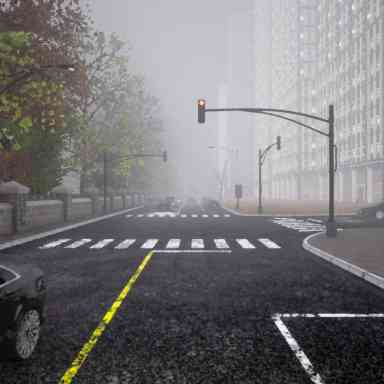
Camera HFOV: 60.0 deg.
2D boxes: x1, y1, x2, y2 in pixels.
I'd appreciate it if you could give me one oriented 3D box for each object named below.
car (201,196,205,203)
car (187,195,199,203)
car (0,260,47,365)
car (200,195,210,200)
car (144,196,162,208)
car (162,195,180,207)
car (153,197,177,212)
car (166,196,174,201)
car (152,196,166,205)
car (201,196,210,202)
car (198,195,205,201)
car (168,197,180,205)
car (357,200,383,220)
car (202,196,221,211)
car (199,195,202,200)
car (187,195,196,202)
[{"bbox_3d":[2.652,1.592,47.195,1.947,1.339,4.313,0,0,0],"label":"car"},{"bbox_3d":[-0.059,1.578,69.263,1.812,1.442,4.674,0,0,0],"label":"car"},{"bbox_3d":[-3.090,1.493,3.071,2.128,1.511,4.902,0,0,0],"label":"car"},{"bbox_3d":[2.647,1.597,52.828,1.947,1.339,4.313,0,0,0],"label":"car"},{"bbox_3d":[-5.729,1.608,47.188,1.802,1.307,4.206,0,0,0],"label":"car"},{"bbox_3d":[-3.135,1.379,48.781,2.097,1.767,4.553,0,0,0],"label":"car"},{"bbox_3d":[-3.131,1.583,39.228,1.994,1.385,4.181,0,0,0],"label":"car"},{"bbox_3d":[-5.762,1.626,86.615,1.887,1.381,4.507,0,0,0],"label":"car"},{"bbox_3d":[-5.737,1.478,58.454,1.967,1.590,4.097,0,0,0],"label":"car"},{"bbox_3d":[3.085,1.590,76.875,1.812,1.442,4.674,0,0,0],"label":"car"},{"bbox_3d":[2.614,1.642,92.254,2.008,1.369,4.403,0,0,0],"label":"car"},{"bbox_3d":[-3.121,1.564,59.056,1.812,1.442,4.674,0,0,0],"label":"car"},{"bbox_3d":[14.933,1.239,24.786,4.892,1.490,1.837,-1,0,0],"label":"car"},{"bbox_3d":[2.656,1.587,41.563,1.947,1.339,4.313,0,0,0],"label":"car"},{"bbox_3d":[3.055,1.406,69.845,2.097,1.767,4.553,0,0,0],"label":"car"},{"bbox_3d":[-0.066,1.482,78.847,2.033,1.411,5.357,0,0,0],"label":"car"}]
